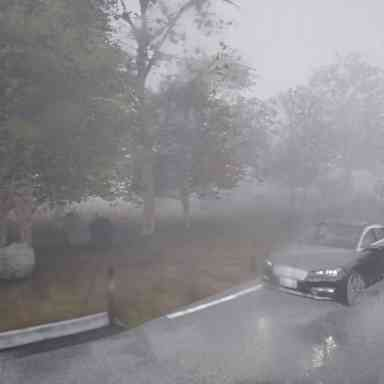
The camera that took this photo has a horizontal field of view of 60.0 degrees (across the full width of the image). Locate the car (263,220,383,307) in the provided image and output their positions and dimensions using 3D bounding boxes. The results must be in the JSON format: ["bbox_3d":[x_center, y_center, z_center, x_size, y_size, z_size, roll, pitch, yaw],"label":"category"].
[{"bbox_3d":[3.648,1.494,8.168,4.902,1.511,2.128,0,0,-44],"label":"car"}]
